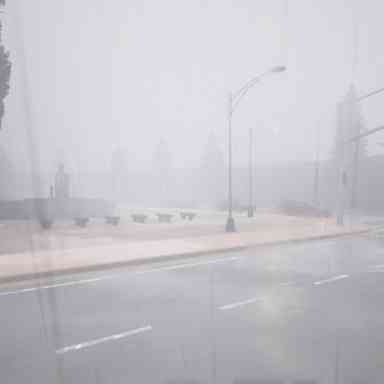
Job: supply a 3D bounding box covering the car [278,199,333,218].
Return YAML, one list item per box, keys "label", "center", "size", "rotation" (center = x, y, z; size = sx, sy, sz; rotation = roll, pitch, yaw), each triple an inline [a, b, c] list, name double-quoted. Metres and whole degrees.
- label: "car"
  center: [10.523, 1.526, 30.440]
  size: [1.812, 1.442, 4.674]
  rotation: [0, 0, -35]

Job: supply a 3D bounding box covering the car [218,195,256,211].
- label: "car"
  center: [5.691, 1.352, 42.460]
  size: [2.097, 1.767, 4.553]
  rotation: [0, 0, -42]

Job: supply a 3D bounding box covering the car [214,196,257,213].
- label: "car"
  center: [4.891, 1.547, 38.153]
  size: [2.033, 1.411, 5.357]
  rotation: [0, 0, -38]

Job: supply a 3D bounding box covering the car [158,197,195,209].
- label: "car"
  center: [-2.423, 1.504, 45.467]
  size: [4.892, 1.490, 1.837]
  rotation: [0, 0, 37]

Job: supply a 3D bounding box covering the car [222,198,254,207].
- label: "car"
  center: [7.095, 1.601, 51.437]
  size: [4.718, 1.301, 1.895]
  rotation: [0, 0, 43]
